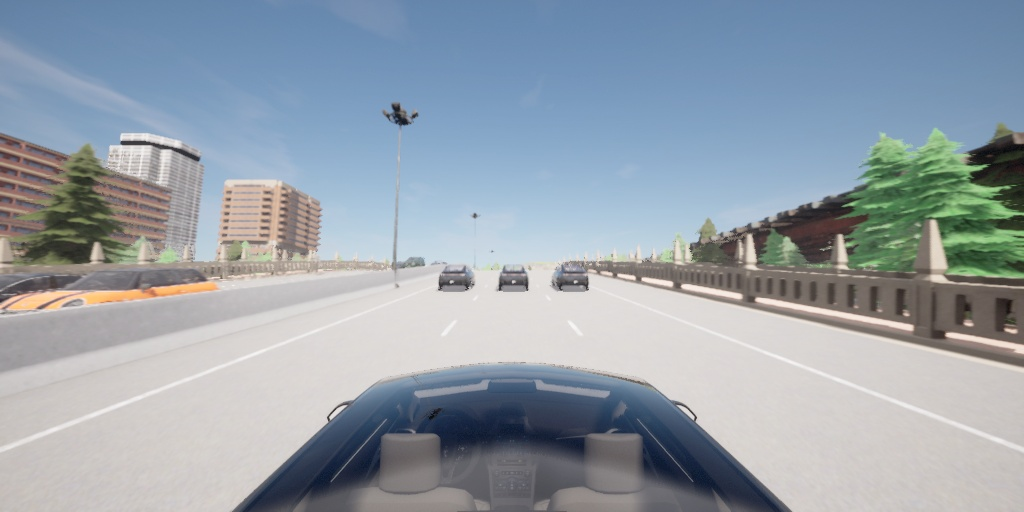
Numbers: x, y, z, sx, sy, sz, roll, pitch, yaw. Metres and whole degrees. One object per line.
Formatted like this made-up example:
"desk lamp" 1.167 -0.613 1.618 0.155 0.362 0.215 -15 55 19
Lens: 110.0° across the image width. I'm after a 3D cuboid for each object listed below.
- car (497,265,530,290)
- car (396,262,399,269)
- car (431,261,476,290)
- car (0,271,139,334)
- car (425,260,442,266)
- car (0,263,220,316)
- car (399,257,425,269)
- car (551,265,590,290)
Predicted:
"car" 0.102 1.277 22.707 2.128 1.511 4.902 0 0 0
"car" -17.507 1.590 57.688 1.812 1.442 4.674 0 -2 1
"car" -3.398 1.278 22.718 2.128 1.511 4.902 0 0 0
"car" -14.096 1.263 10.227 1.837 1.490 4.892 0 0 0
"car" -10.545 1.371 51.580 2.128 1.511 4.902 0 -1 1
"car" -10.595 1.111 9.864 2.097 1.767 4.553 0 0 0
"car" -14.036 1.104 51.969 2.150 2.045 5.566 0 -1 1
"car" 3.601 1.277 22.700 2.128 1.511 4.902 0 0 0
